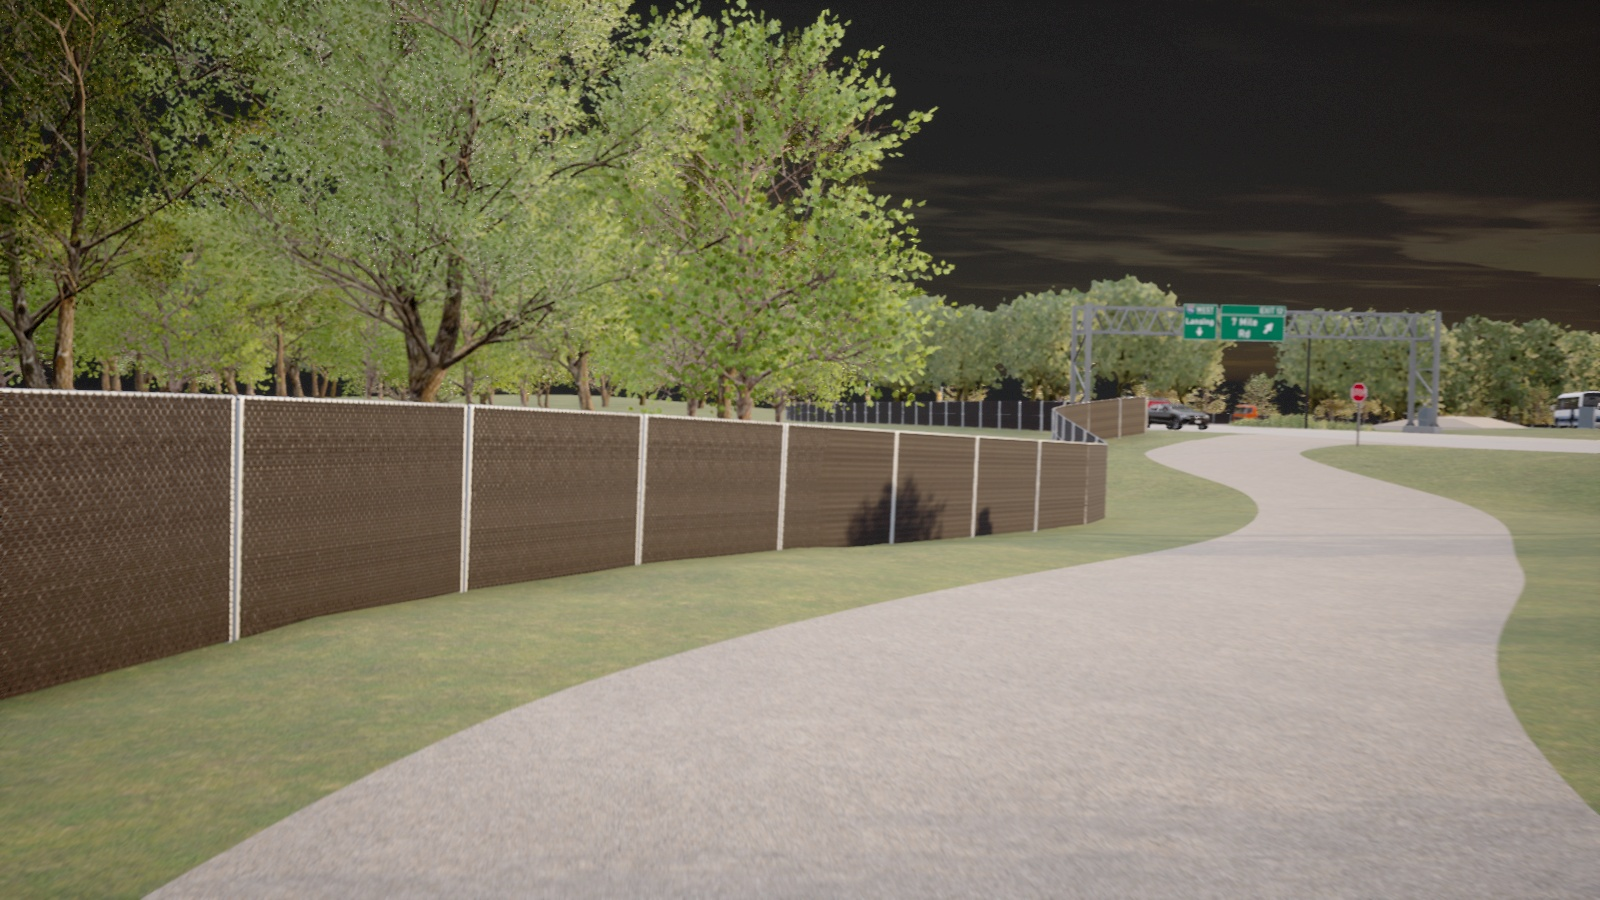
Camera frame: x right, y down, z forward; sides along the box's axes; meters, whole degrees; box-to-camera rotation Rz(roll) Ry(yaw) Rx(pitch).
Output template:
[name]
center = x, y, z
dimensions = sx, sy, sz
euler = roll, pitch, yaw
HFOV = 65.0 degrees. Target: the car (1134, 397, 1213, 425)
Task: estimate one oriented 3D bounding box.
[car]
center = 22.786, -2.394, 76.883
dimensions = 2.152, 1.651, 5.027
euler = -1, 2, -18
